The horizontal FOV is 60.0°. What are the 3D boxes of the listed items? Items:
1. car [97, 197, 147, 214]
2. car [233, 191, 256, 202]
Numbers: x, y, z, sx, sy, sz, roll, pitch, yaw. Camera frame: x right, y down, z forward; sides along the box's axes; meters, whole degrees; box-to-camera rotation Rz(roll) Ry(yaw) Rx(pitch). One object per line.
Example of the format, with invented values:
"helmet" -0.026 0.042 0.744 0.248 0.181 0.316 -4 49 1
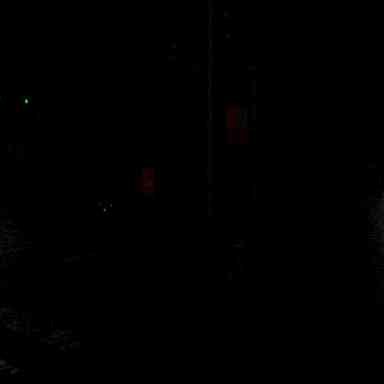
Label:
"car" -5.953 1.124 29.275 1.895 1.301 4.718 0 1 35
"car" 7.800 0.611 48.850 2.128 1.511 4.902 0 1 35
